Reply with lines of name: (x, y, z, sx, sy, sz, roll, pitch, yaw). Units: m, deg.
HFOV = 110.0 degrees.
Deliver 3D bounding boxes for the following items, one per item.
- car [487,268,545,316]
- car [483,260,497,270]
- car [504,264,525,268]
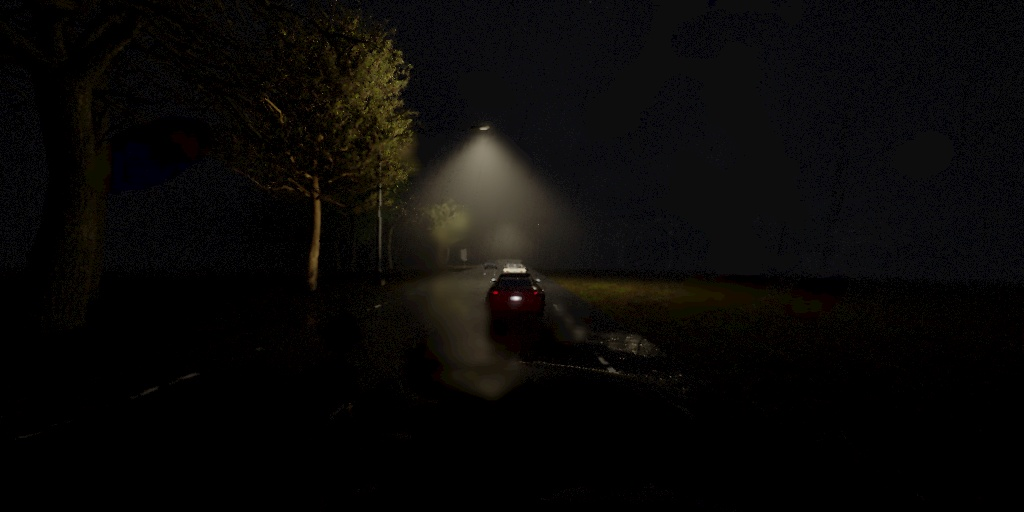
car: (0.142, 1.325, 13.462, 1.994, 1.385, 4.181, 1, 0, 0)
car: (-3.345, 1.373, 56.299, 1.812, 1.442, 4.674, 1, -1, 1)
car: (0.226, 1.343, 31.275, 1.895, 1.301, 4.718, 1, 0, 0)
